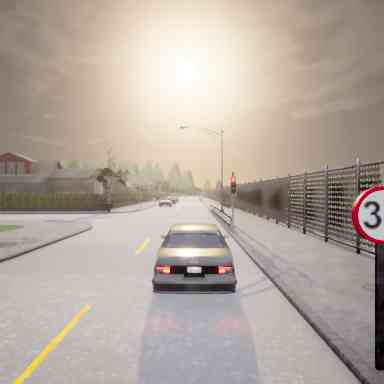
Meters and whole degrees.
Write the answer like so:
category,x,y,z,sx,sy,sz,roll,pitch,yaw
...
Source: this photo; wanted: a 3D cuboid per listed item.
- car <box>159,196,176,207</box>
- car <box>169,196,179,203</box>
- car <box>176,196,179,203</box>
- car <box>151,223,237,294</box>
category,x,y,z,sx,sy,sz,roll,pitch,yaw
car,-4.025,1.547,51.761,2.033,1.411,5.357,0,0,0
car,-3.901,1.553,71.610,1.994,1.385,4.181,0,0,0
car,-3.979,1.478,61.606,1.882,1.535,5.008,0,0,0
car,0.066,1.547,8.921,2.033,1.411,5.357,0,0,1
